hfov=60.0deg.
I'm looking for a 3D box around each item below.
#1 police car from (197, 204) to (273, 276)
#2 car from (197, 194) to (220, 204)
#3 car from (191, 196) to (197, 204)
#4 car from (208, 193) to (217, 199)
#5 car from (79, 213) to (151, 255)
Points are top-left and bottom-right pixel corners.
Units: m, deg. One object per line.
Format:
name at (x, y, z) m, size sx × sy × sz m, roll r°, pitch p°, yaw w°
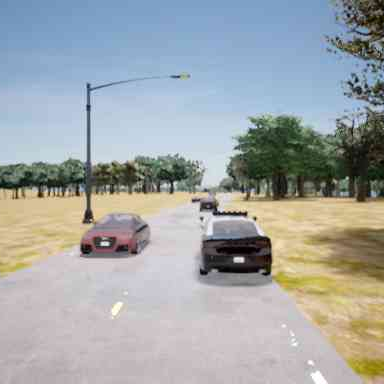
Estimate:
police car at (1.186, 1.404, 10.487) m, size 1.930 × 1.638 × 5.238 m, roll 0°, pitch 0°, yaw 2°
car at (1.951, 1.330, 37.832) m, size 1.882 × 1.535 × 5.008 m, roll 0°, pitch 1°, yaw 6°
car at (0.977, 1.283, 56.267) m, size 1.895 × 1.301 × 4.718 m, roll 0°, pitch 1°, yaw 8°
car at (5.271, 0.912, 84.942) m, size 1.837 × 1.490 × 4.892 m, roll 0°, pitch 0°, yaw 8°
car at (-2.841, 1.536, 13.079) m, size 1.994 × 1.385 × 4.181 m, roll 0°, pitch 0°, yaw 2°
